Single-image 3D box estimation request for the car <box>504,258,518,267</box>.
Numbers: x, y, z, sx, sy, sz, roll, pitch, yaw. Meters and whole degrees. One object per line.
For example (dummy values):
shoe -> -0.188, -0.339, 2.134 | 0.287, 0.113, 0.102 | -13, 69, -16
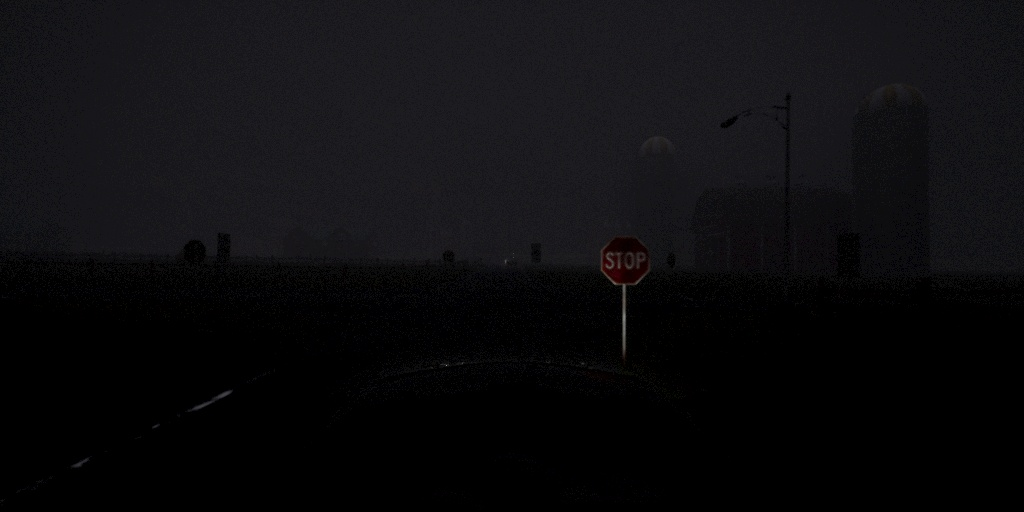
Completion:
car -> -0.027, 1.063, 62.623 | 2.128, 1.511, 4.902 | 0, 0, -2
